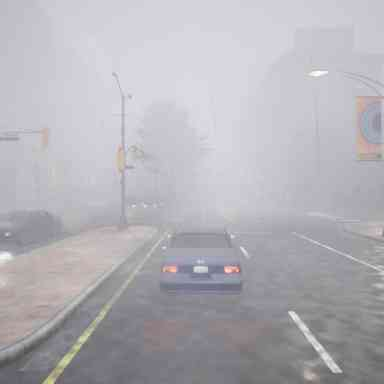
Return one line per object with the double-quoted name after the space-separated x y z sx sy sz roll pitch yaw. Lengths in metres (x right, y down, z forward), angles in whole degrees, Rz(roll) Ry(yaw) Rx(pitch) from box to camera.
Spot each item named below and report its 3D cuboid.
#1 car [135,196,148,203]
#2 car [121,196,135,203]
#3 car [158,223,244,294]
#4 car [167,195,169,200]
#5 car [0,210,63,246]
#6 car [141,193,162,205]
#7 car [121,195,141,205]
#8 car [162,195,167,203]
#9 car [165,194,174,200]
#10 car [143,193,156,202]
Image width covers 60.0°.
-10.244 1.494 68.055 1.837 1.490 4.892 0 0 1 "car"
-13.453 1.584 69.845 1.895 1.301 4.718 0 0 1 "car"
0.231 1.546 8.949 2.033 1.411 5.357 0 0 1 "car"
-6.555 1.513 77.697 2.128 1.511 4.902 0 0 1 "car"
-7.823 1.545 15.496 2.033 1.411 5.357 0 0 1 "car"
-7.006 1.343 58.003 2.097 1.767 4.553 0 0 1 "car"
-10.506 1.343 57.881 2.097 1.767 4.553 0 0 1 "car"
-6.771 1.342 67.404 2.097 1.767 4.553 0 0 2 "car"
-6.270 1.448 92.891 1.882 1.535 5.008 0 0 1 "car"
-10.036 1.213 78.741 2.150 2.045 5.566 0 0 1 "car"
